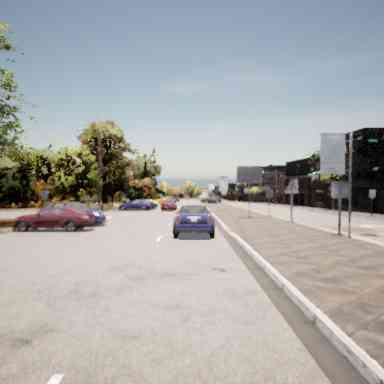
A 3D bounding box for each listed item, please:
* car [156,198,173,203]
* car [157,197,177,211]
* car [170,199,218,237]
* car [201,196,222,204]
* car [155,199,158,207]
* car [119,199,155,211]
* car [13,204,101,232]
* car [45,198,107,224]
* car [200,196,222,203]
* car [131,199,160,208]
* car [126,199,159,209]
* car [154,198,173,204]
[{"bbox_3d":[-7.709,2.477,94.223,4.674,1.452,2.002,0,-1,1],"label":"car"},{"bbox_3d":[-3.205,1.859,46.161,1.882,1.535,5.008,0,-1,2],"label":"car"},{"bbox_3d":[0.104,1.424,18.423,2.097,1.767,4.553,0,-1,0],"label":"car"},{"bbox_3d":[5.321,2.144,91.324,5.566,2.045,2.435,0,-1,0],"label":"car"},{"bbox_3d":[-8.079,1.913,50.966,4.892,1.521,2.231,0,-1,0],"label":"car"},{"bbox_3d":[-8.110,1.916,47.690,4.674,1.452,2.002,0,-1,1],"label":"car"},{"bbox_3d":[-8.312,1.611,20.186,4.674,1.452,2.002,0,-1,0],"label":"car"},{"bbox_3d":[-8.357,1.479,23.358,4.553,1.767,2.185,0,-1,0],"label":"car"},{"bbox_3d":[5.331,2.353,88.520,4.892,1.521,2.231,0,-1,1],"label":"car"},{"bbox_3d":[-8.026,2.024,57.387,4.674,1.452,2.002,0,-1,1],"label":"car"},{"bbox_3d":[-8.061,1.949,54.239,5.008,1.535,2.097,0,-1,1],"label":"car"},{"bbox_3d":[-7.735,2.390,91.437,5.008,1.535,2.097,0,-1,1],"label":"car"}]
